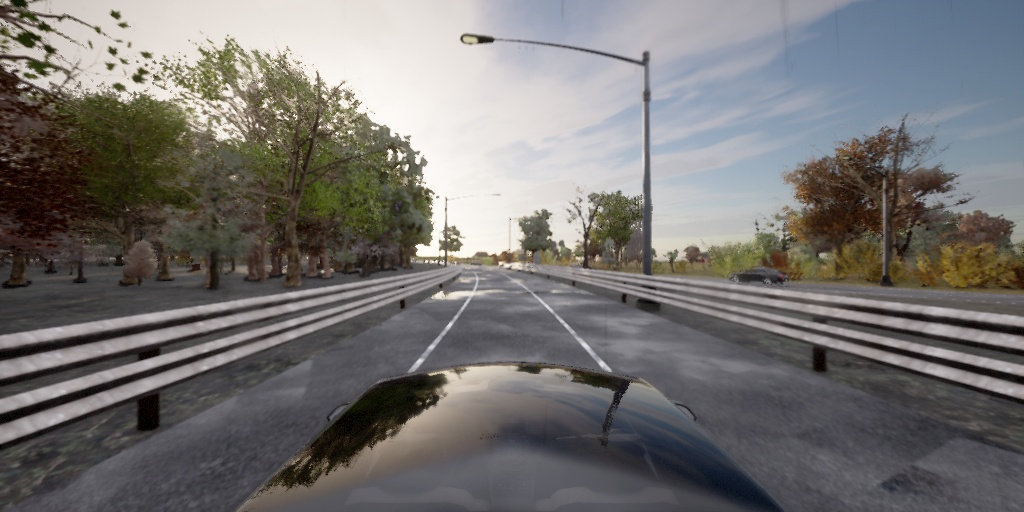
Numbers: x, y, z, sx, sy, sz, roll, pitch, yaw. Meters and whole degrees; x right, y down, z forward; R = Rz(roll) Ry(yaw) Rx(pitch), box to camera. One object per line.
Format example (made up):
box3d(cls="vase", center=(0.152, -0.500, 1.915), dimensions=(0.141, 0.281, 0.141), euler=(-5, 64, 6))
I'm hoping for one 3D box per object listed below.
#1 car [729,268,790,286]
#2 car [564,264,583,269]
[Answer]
box3d(cls="car", center=(22.930, 1.868, 33.476), dimensions=(1.837, 1.490, 4.892), euler=(0, -1, -25))
box3d(cls="car", center=(10.158, 2.048, 60.624), dimensions=(1.994, 1.385, 4.181), euler=(0, 0, -25))
